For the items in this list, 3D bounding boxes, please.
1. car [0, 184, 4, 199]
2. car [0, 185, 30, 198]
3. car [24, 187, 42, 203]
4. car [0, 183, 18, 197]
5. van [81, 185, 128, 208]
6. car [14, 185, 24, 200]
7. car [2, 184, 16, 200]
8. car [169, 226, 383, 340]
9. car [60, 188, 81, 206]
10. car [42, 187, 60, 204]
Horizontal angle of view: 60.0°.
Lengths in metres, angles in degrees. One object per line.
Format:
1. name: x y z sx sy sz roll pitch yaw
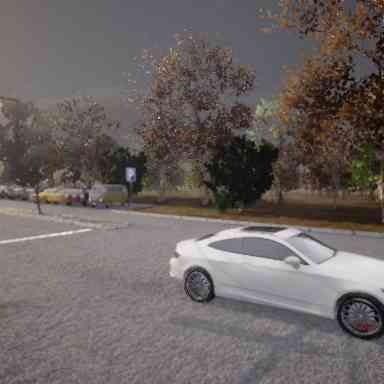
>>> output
1. car: -21.430 -0.111 40.545 2.185 1.767 4.553 1 2 19
2. car: -23.658 -0.088 42.620 1.946 1.575 5.366 1 2 20
3. car: -14.514 0.293 34.884 1.946 1.575 5.366 2 2 18
4. car: -25.986 -0.300 44.348 2.185 1.767 4.553 2 2 20
5. van: -7.437 0.340 29.549 1.878 1.987 4.442 2 2 17
6. car: -16.794 0.239 36.886 2.002 1.452 4.674 1 2 18
7. car: -19.115 0.147 38.724 2.002 1.452 4.674 1 2 19
8. car: 1.680 1.429 6.433 4.674 1.442 1.812 0 1 35
9. car: -9.780 0.348 31.415 2.185 1.767 4.553 1 2 18
10. car: -12.065 0.374 33.426 1.946 1.575 5.366 1 2 18
